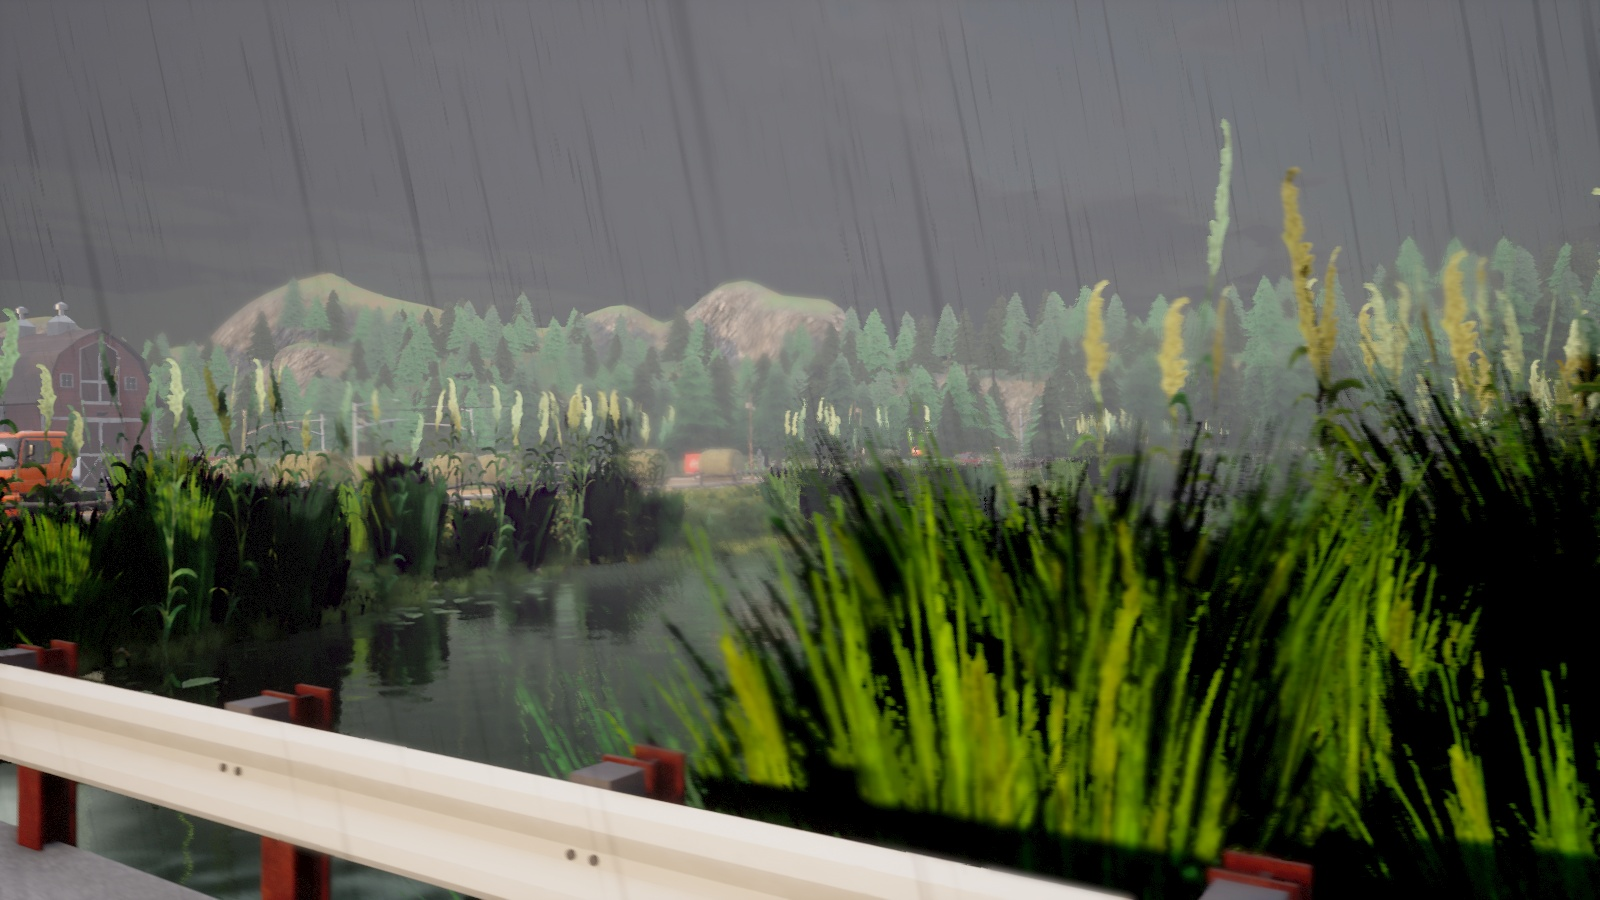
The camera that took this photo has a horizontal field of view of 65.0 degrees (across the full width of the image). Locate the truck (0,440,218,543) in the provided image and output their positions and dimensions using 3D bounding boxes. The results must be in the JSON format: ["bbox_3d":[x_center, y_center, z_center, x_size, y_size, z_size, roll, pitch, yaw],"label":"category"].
[{"bbox_3d":[-26.292,1.441,46.999,2.891,3.462,7.936,-2,0,29],"label":"truck"}]

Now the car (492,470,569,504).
[{"bbox_3d":[-14.621,2.001,68.348,1.851,1.617,3.988,-2,0,29],"label":"car"}]
